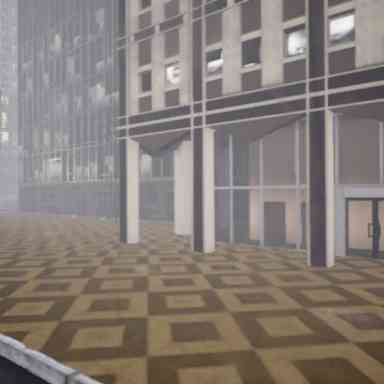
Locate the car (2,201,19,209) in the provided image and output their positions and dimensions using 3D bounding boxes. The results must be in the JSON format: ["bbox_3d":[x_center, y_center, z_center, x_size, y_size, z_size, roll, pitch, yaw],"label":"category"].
[{"bbox_3d":[-27.565,2.008,52.337,1.802,1.307,4.206,-1,0,38],"label":"car"}]
